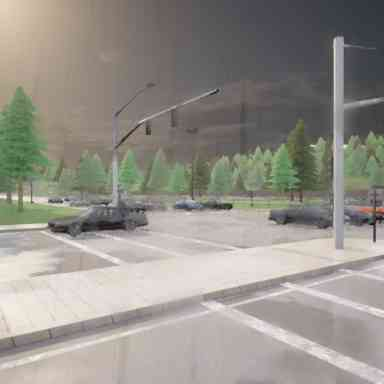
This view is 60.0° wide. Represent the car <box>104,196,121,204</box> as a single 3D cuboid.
[{"bbox_3d":[-16.144,1.564,67.307,1.994,1.385,4.181,0,0,-35],"label":"car"}]

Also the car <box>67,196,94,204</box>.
[{"bbox_3d":[-16.751,1.601,49.724,1.895,1.301,4.718,0,0,-35],"label":"car"}]

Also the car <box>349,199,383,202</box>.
[{"bbox_3d":[13.610,1.352,24.716,2.097,1.767,4.553,0,0,-35],"label":"car"}]

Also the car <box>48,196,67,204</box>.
[{"bbox_3d":[-25.839,1.548,62.835,2.033,1.411,5.357,0,0,-35],"label":"car"}]

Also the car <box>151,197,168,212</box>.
[{"bbox_3d":[-4.548,1.564,38.415,1.994,1.385,4.181,0,0,-35],"label":"car"}]

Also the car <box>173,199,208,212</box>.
[{"bbox_3d":[-0.531,1.526,38.779,1.812,1.442,4.674,0,0,-35],"label":"car"}]

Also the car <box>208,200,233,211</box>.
[{"bbox_3d":[2.833,1.601,40.078,1.895,1.301,4.718,0,0,-35],"label":"car"}]

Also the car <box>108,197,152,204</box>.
[{"bbox_3d":[-6.653,1.547,35.312,2.033,1.411,5.357,0,0,-35],"label":"car"}]

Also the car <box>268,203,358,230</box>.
[{"bbox_3d":[7.375,1.547,21.414,2.033,1.411,5.357,0,0,-35],"label":"car"}]

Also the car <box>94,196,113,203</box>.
[{"bbox_3d":[-15.020,1.547,53.358,2.033,1.411,5.357,0,0,-35],"label":"car"}]

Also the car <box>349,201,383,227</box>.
[{"bbox_3d":[10.395,1.547,23.203,2.033,1.411,5.357,0,0,-35],"label":"car"}]

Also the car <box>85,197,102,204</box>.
[{"bbox_3d":[-19.774,1.601,66.385,1.895,1.301,4.718,0,0,-35],"label":"car"}]

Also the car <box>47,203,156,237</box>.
[{"bbox_3d":[-4.997,1.547,18.299,5.357,1.411,2.033,0,0,-35],"label":"car"}]

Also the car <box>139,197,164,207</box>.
[{"bbox_3d":[-6.579,1.506,53.510,1.837,1.490,4.892,0,0,-35],"label":"car"}]

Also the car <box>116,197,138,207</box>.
[{"bbox_3d":[-10.354,1.565,52.797,1.994,1.385,4.181,0,0,-35],"label":"car"}]
